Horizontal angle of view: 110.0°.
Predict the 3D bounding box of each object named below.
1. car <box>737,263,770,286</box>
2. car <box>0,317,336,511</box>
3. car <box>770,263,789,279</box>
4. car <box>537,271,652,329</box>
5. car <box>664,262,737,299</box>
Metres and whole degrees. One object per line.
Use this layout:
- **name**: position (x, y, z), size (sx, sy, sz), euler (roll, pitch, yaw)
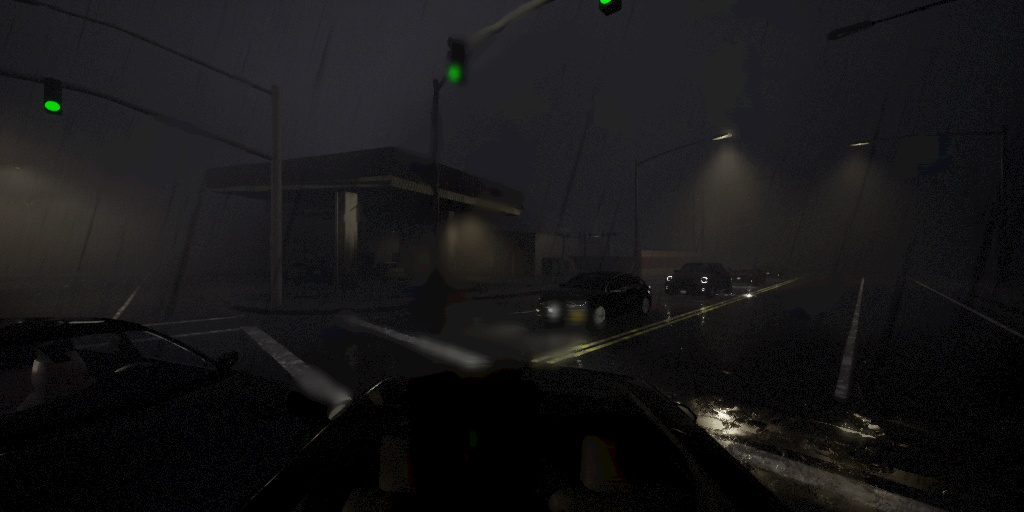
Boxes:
- **car**: position (16.495, 1.314, 25.349), size (1.994, 1.385, 4.181), euler (0, 0, 44)
- **car**: position (-3.435, 1.242, 2.455), size (4.902, 1.511, 2.128), euler (0, 0, 15)
- **car**: position (23.586, 1.314, 32.446), size (4.181, 1.385, 1.994), euler (0, 0, -45)
- **car**: position (2.812, 1.255, 11.510), size (1.837, 1.490, 4.892), euler (0, 0, 44)
- **car**: position (9.610, 1.102, 18.397), size (2.097, 1.767, 4.553), euler (0, 0, 45)
